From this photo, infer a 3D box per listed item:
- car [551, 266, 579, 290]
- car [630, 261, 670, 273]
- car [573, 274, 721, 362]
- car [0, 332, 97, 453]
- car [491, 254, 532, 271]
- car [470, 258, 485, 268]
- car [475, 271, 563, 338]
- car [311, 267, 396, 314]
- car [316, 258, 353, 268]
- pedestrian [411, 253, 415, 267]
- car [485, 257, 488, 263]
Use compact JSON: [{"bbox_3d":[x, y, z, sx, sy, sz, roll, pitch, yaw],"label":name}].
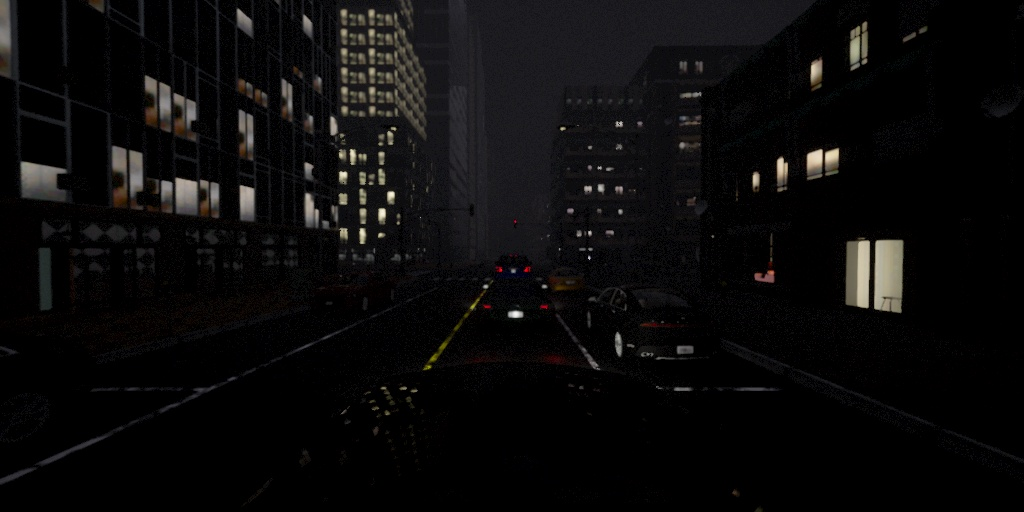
[{"bbox_3d":[2.808,1.215,19.454,1.751,1.417,4.829,0,0,0],"label":"car"},{"bbox_3d":[16.284,1.245,42.431,4.403,1.370,2.007,0,0,1],"label":"car"},{"bbox_3d":[2.815,1.279,7.995,2.007,1.370,4.403,0,0,0],"label":"car"},{"bbox_3d":[-5.795,1.298,2.403,2.007,1.370,4.403,0,0,0],"label":"car"},{"bbox_3d":[0.081,0.902,22.223,2.150,2.045,5.566,0,0,0],"label":"car"},{"bbox_3d":[-5.725,1.089,57.064,1.751,1.417,4.829,0,0,0],"label":"car"},{"bbox_3d":[0.090,1.285,10.103,1.994,1.385,4.181,0,0,0],"label":"car"},{"bbox_3d":[-5.828,1.254,13.692,1.888,1.381,4.507,0,0,0],"label":"car"},{"bbox_3d":[-21.692,0.895,42.905,4.829,1.417,1.751,0,0,1],"label":"car"},{"bbox_3d":[-12.575,0.530,45.743,0.375,1.860,0.375,0,1,1],"label":"pedestrian"},{"bbox_3d":[-5.729,1.111,62.888,1.948,1.339,4.313,0,0,0],"label":"car"}]
